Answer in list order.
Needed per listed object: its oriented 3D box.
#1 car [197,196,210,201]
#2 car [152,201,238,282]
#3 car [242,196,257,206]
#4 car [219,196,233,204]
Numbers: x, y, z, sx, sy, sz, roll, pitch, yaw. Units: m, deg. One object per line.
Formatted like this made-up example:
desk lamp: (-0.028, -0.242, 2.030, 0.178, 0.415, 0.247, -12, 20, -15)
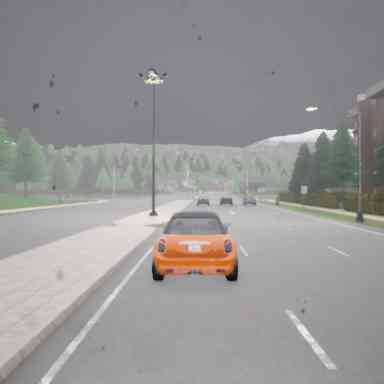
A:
car: (1.708, 1.330, 50.829, 1.812, 1.442, 4.674, 0, 0, 2)
car: (0.112, 1.314, 9.856, 2.097, 1.767, 4.553, 0, 0, 1)
car: (8.716, 1.353, 50.877, 2.033, 1.411, 5.357, 0, 0, 2)
car: (5.219, 1.282, 51.023, 1.882, 1.535, 5.008, 0, 0, 2)
